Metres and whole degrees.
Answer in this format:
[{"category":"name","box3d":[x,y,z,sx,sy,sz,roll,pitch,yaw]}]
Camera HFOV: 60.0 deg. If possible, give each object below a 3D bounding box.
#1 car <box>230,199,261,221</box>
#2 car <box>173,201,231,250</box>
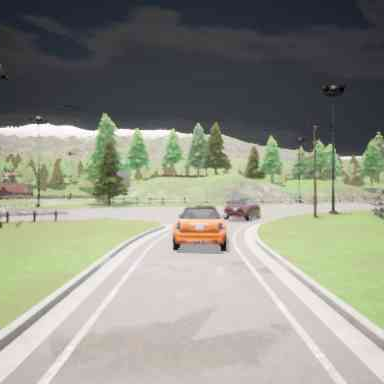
[{"category":"car","box3d":[4.163,1.331,27.168,2.097,1.767,4.553,0,0,26]},{"category":"car","box3d":[0.453,1.340,14.484,2.097,1.767,4.553,0,0,5]}]
